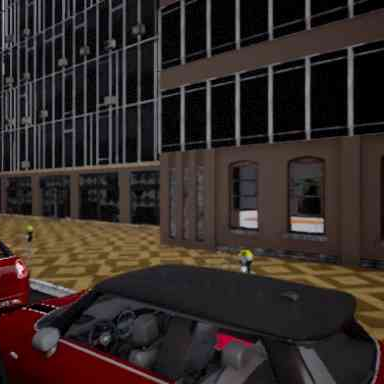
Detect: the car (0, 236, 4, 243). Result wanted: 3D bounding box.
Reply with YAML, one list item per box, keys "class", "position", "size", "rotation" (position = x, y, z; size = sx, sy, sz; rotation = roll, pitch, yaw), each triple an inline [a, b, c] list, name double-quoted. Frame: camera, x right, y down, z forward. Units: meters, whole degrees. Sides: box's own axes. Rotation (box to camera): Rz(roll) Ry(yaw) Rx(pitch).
- class: "car"
  position: [-4.977, 1.426, 6.431]
  size: [4.097, 1.590, 1.967]
  rotation: [0, 0, 36]

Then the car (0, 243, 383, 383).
- class: "car"
  position: [-0.344, 1.436, 3.123]
  size: [4.097, 1.590, 1.967]
  rotation: [0, 0, 36]
